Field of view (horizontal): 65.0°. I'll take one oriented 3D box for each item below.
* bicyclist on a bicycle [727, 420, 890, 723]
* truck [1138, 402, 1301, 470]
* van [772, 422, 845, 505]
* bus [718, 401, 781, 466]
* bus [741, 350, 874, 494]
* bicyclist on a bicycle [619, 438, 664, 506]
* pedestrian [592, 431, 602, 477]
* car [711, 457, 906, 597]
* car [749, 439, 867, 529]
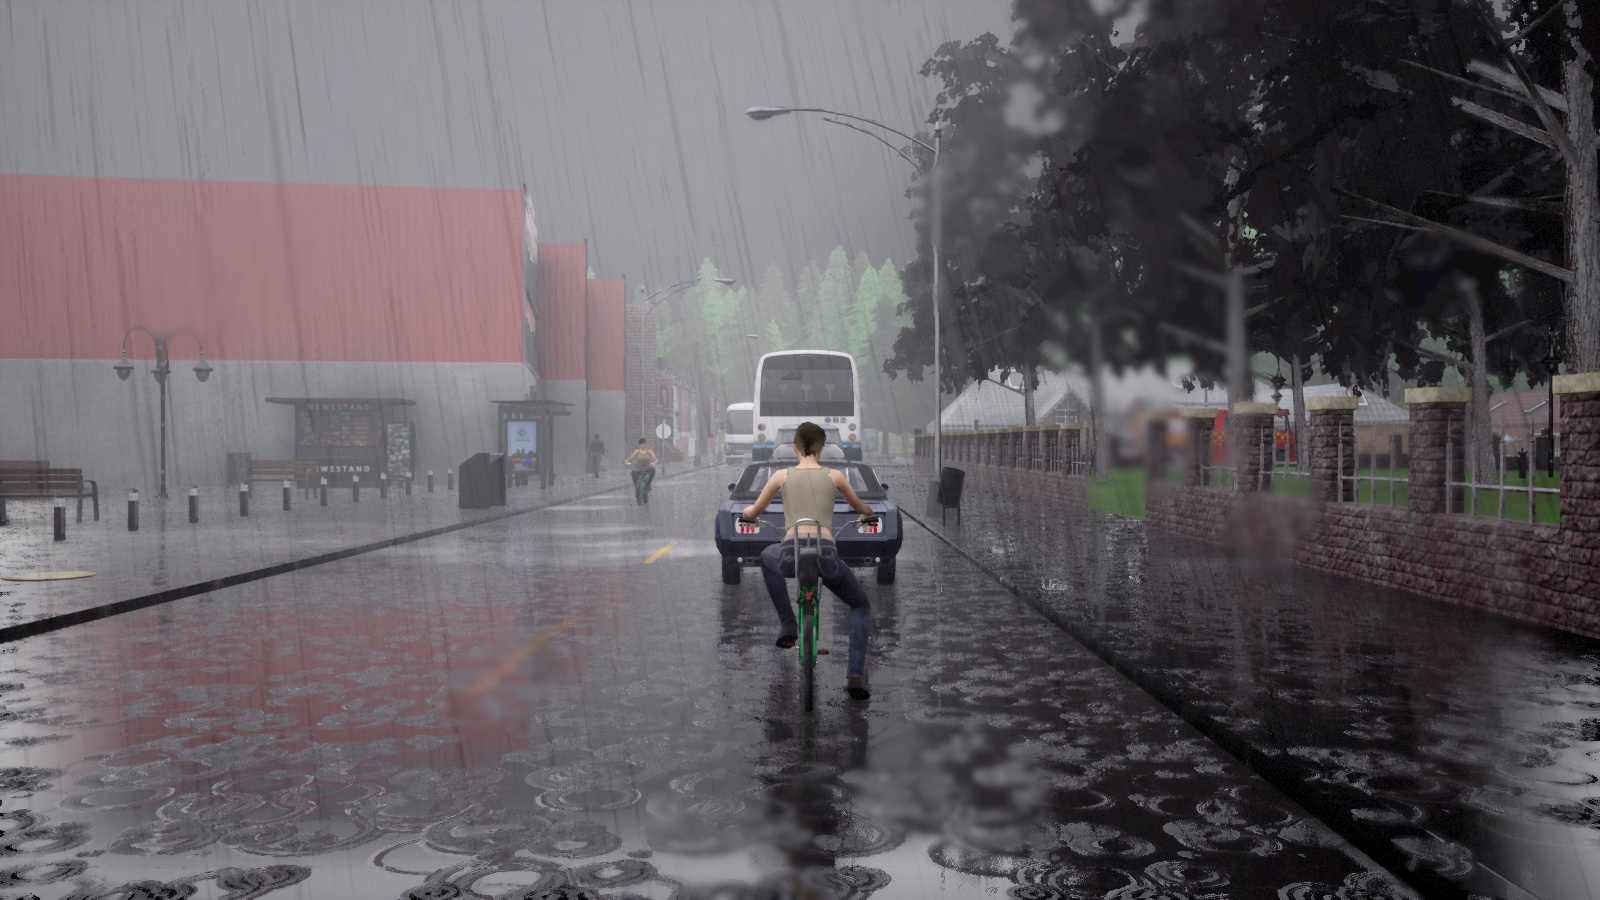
[{"bbox_3d":[0.050,0.641,7.436,0.866,1.612,1.509,0,0,0],"label":"bicyclist on a bicycle"},{"bbox_3d":[24.151,-0.808,72.529,8.468,3.827,2.891,0,0,-1],"label":"truck"},{"bbox_3d":[0.217,0.315,32.578,1.775,1.987,4.442,0,0,0],"label":"van"},{"bbox_3d":[-3.408,-1.129,87.847,3.944,4.253,10.273,0,0,0],"label":"bus"},{"bbox_3d":[0.289,-0.869,42.315,3.944,4.253,10.273,0,0,1],"label":"bus"},{"bbox_3d":[-3.795,0.510,30.127,0.866,1.612,1.509,0,0,1],"label":"bicyclist on a bicycle"},{"bbox_3d":[-8.140,0.165,50.329,0.370,1.835,0.726,0,0,-6],"label":"pedestrian"},{"bbox_3d":[0.096,0.765,14.566,1.895,1.301,4.718,0,0,0],"label":"car"},{"bbox_3d":[0.156,0.560,23.591,2.007,1.525,4.514,0,0,0],"label":"car"}]
